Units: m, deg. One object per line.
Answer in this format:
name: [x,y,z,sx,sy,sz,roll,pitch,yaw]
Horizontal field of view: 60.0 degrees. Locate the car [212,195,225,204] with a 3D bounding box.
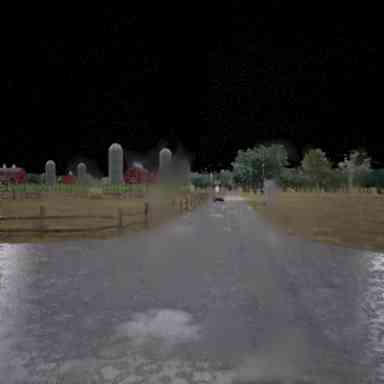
car: [4.313,1.094,54.124,1.895,1.301,4.718,0,0,7]
